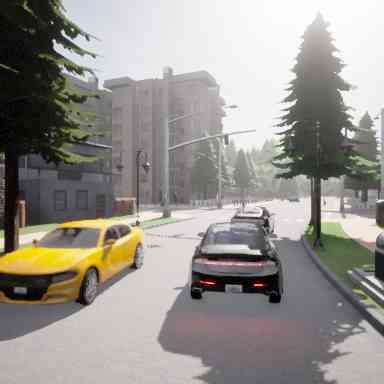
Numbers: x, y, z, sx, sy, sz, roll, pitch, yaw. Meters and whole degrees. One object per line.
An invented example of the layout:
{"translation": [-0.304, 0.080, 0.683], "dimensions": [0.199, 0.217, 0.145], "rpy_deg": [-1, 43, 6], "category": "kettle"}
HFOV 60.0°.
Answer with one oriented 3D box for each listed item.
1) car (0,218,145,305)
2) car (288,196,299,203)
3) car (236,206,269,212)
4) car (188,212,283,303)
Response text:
{"translation": [-2.672, 1.477, 8.388], "dimensions": [1.882, 1.535, 5.008], "rpy_deg": [0, 0, 9], "category": "car"}
{"translation": [22.337, 1.512, 72.883], "dimensions": [1.882, 1.535, 5.008], "rpy_deg": [0, 0, 24], "category": "car"}
{"translation": [3.230, 1.492, 17.384], "dimensions": [2.128, 1.511, 4.902], "rpy_deg": [0, 0, 18], "category": "car"}
{"translation": [1.104, 1.492, 8.277], "dimensions": [2.128, 1.511, 4.902], "rpy_deg": [0, 0, 9], "category": "car"}
